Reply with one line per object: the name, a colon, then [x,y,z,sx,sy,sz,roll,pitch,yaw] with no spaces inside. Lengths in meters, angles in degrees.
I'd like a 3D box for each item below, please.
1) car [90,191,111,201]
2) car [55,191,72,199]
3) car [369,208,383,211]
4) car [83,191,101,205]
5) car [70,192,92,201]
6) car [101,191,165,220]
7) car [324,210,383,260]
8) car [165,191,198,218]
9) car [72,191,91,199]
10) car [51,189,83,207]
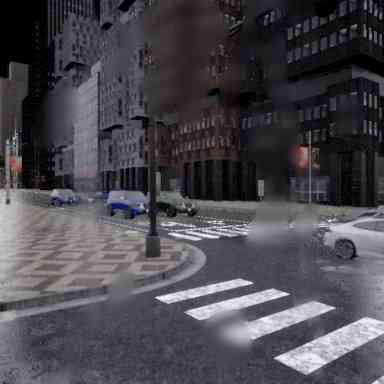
car: [-15.831,0.683,57.649,1.882,1.535,5.008,0,1,-36]
car: [-25.144,0.508,64.941,1.882,1.535,5.008,0,1,-36]
car: [8.210,1.431,13.145,2.128,1.511,4.902,0,1,-36]
car: [-14.279,0.884,44.145,2.128,1.511,4.902,0,1,-36]
car: [-18.934,0.744,56.417,2.033,1.411,5.357,0,1,-36]
car: [-4.647,0.922,25.317,2.150,2.045,5.566,0,1,-36]
car: [6.380,1.492,10.136,1.812,1.442,4.674,0,1,-36]
car: [-1.800,0.921,26.911,2.150,2.045,5.566,0,1,-36]
car: [-21.996,0.531,66.138,2.128,1.511,4.902,0,1,-36]
car: [-15.437,0.656,40.192,2.150,2.045,5.566,0,1,-36]
